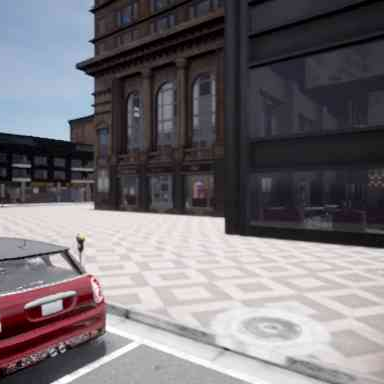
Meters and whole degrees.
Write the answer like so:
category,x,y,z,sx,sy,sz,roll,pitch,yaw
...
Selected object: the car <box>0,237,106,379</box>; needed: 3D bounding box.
category,x,y,z,sx,sy,sz,roll,pitch,yaw
car,-3.281,1.433,5.187,4.097,1.590,1.967,0,0,35
